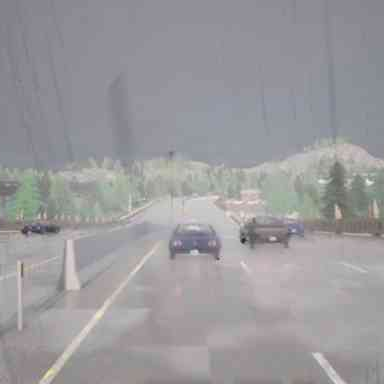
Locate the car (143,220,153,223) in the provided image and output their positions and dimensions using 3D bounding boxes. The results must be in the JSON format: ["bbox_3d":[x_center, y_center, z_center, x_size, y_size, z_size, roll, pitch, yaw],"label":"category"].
[{"bbox_3d":[-7.053,5.209,52.443,2.097,1.767,4.553,0,-6,0],"label":"car"}]

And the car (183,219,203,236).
[{"bbox_3d":[0.095,3.369,31.714,1.812,1.442,4.674,0,-5,0],"label":"car"}]

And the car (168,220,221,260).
[{"bbox_3d":[0.098,1.939,13.800,1.895,1.301,4.718,0,-3,0],"label":"car"}]

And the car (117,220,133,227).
[{"bbox_3d":[-10.544,5.264,53.008,2.097,1.767,4.553,0,-6,0],"label":"car"}]

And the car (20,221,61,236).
[{"bbox_3d":[-14.097,3.391,31.153,1.895,1.301,4.718,0,-6,0],"label":"car"}]

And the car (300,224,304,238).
[{"bbox_3d":[7.096,2.756,25.418,1.812,1.442,4.674,0,-5,0],"label":"car"}]

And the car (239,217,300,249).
[{"bbox_3d":[3.597,2.032,17.170,2.128,1.511,4.902,0,-4,0],"label":"car"}]
